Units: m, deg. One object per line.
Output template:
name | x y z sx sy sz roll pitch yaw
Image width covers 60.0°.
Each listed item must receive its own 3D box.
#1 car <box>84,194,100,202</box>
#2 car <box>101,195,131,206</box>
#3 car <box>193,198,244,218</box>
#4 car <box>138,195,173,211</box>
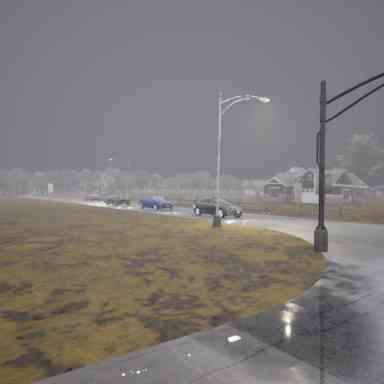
car | -18.247 1.008 61.105 2.033 1.411 5.357 2 -1 -35
car | -9.581 1.109 42.734 1.895 1.301 4.718 2 -1 -35
car | 2.004 1.227 26.434 1.837 1.490 4.892 2 0 -35
car | -3.791 1.084 34.581 1.882 1.535 5.008 2 0 -36
